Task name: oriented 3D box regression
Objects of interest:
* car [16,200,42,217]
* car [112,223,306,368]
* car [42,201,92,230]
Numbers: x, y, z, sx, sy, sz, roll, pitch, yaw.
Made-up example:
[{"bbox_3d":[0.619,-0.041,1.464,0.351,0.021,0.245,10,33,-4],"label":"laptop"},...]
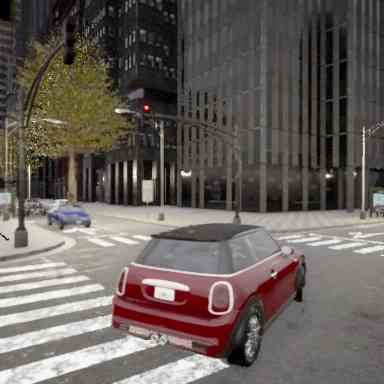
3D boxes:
[{"bbox_3d":[-15.281,1.524,31.626,1.812,1.442,4.674,0,0,-36],"label":"car"},{"bbox_3d":[0.693,1.365,6.207,2.097,1.767,4.553,0,0,30],"label":"car"},{"bbox_3d":[-8.078,1.535,21.661,1.812,1.442,4.674,0,0,-36],"label":"car"}]
